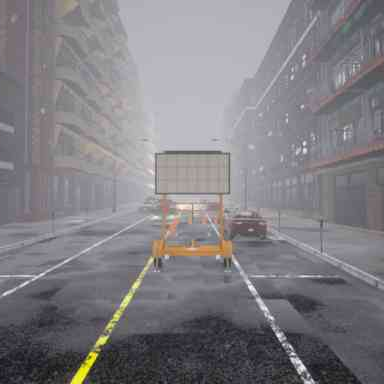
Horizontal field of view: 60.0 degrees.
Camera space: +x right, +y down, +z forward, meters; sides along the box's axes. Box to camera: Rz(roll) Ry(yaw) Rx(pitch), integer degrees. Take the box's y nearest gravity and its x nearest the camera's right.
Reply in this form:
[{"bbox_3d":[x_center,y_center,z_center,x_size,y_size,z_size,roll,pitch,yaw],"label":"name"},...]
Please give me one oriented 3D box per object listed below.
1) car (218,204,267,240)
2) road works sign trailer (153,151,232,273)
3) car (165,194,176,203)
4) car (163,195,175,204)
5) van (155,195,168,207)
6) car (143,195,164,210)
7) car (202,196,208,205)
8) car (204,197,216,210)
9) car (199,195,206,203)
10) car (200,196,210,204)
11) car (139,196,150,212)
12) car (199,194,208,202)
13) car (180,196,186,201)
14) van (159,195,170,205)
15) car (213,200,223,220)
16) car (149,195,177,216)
[{"bbox_3d":[2.635,1.564,17.061,1.887,1.381,4.507,1,0,0],"label":"car"},{"bbox_3d":[0.021,0.474,10.750,2.380,3.560,2.880,0,0,0],"label":"road works sign trailer"},{"bbox_3d":[-5.051,1.525,77.984,2.192,1.841,5.009,1,0,0],"label":"car"},{"bbox_3d":[-5.069,1.500,72.454,2.192,1.841,5.009,1,0,0],"label":"car"},{"bbox_3d":[-5.120,1.459,55.861,1.690,1.788,3.998,2,0,0],"label":"van"},{"bbox_3d":[-5.153,1.398,44.803,2.192,1.841,5.009,2,0,0],"label":"car"},{"bbox_3d":[2.720,1.634,44.715,2.008,1.369,4.403,1,0,0],"label":"car"},{"bbox_3d":[2.703,1.613,39.183,1.887,1.381,4.507,1,0,0],"label":"car"},{"bbox_3d":[2.772,1.683,61.307,1.887,1.381,4.507,1,0,0],"label":"car"},{"bbox_3d":[2.816,1.625,72.369,1.967,1.590,4.097,1,0,0],"label":"car"},{"bbox_3d":[-5.177,1.593,39.101,1.752,1.417,4.829,2,0,0],"label":"car"},{"bbox_3d":[2.811,1.550,83.431,2.192,1.841,5.009,1,0,0],"label":"car"},{"bbox_3d":[-2.471,1.820,90.740,2.033,1.411,5.357,0,0,0],"label":"car"},{"bbox_3d":[-5.104,1.480,61.393,1.690,1.788,3.998,1,0,0],"label":"van"},{"bbox_3d":[2.653,1.554,22.763,1.752,1.417,4.829,1,0,0],"label":"car"},{"bbox_3d":[-2.747,1.405,33.653,2.097,1.767,4.553,0,0,0],"label":"car"}]
